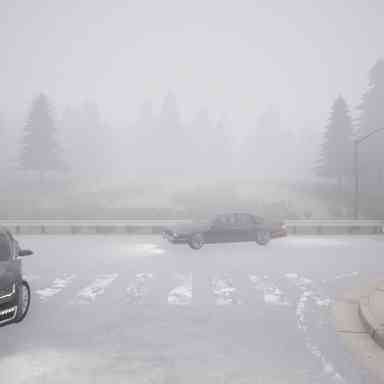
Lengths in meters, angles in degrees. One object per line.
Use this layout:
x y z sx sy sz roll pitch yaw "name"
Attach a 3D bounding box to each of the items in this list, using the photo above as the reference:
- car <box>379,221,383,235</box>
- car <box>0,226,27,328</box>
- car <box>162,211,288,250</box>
11.240 1.492 15.211 4.902 1.511 2.128 0 0 0 "car"
-4.456 1.505 6.695 1.837 1.490 4.892 0 0 -28 "car"
1.461 1.548 14.335 5.357 1.411 2.033 0 0 -20 "car"
